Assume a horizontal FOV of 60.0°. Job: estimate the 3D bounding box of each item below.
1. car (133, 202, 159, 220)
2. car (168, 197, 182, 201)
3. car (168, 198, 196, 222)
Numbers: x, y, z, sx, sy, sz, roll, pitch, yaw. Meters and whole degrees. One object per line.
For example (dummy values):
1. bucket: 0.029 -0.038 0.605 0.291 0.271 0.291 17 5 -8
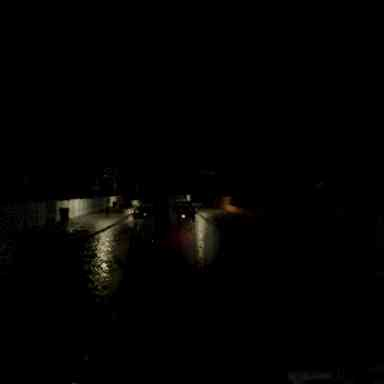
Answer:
1. car: -3.802 1.572 28.158 1.994 1.385 4.181 0 0 -3
2. car: -1.940 1.368 42.137 2.097 1.767 4.553 0 0 -5
3. car: -0.756 1.508 26.483 1.837 1.490 4.892 0 0 -3
